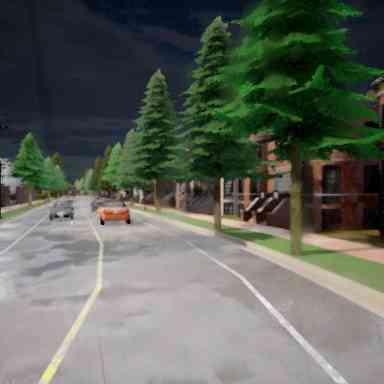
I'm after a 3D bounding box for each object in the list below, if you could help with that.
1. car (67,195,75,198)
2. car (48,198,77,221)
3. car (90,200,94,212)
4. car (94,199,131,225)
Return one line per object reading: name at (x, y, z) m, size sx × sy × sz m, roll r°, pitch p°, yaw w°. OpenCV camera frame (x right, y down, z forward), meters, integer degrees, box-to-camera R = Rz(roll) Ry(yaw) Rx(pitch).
car at (-24.015, 1.473, 65.951) m, size 2.097 × 1.767 × 4.553 m, roll 0°, pitch 0°, yaw -19°
car at (-10.793, 1.547, 27.779) m, size 2.128 × 1.511 × 4.902 m, roll 0°, pitch 0°, yaw -19°
car at (-11.080, 1.559, 39.820) m, size 1.837 × 1.490 × 4.892 m, roll 0°, pitch 0°, yaw -19°
car at (-5.908, 1.378, 24.870) m, size 2.097 × 1.767 × 4.553 m, roll 0°, pitch 0°, yaw -19°
